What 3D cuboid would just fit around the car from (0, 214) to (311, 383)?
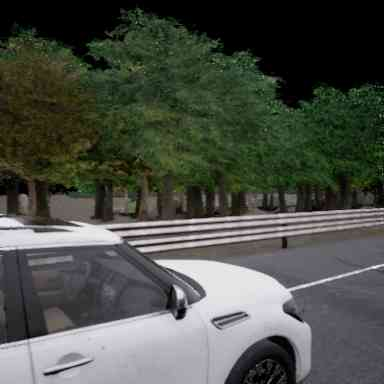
[{"bbox_3d":[-1.408,1.222,2.741,5.566,2.045,2.150,0,0,-35],"label":"car"}]
